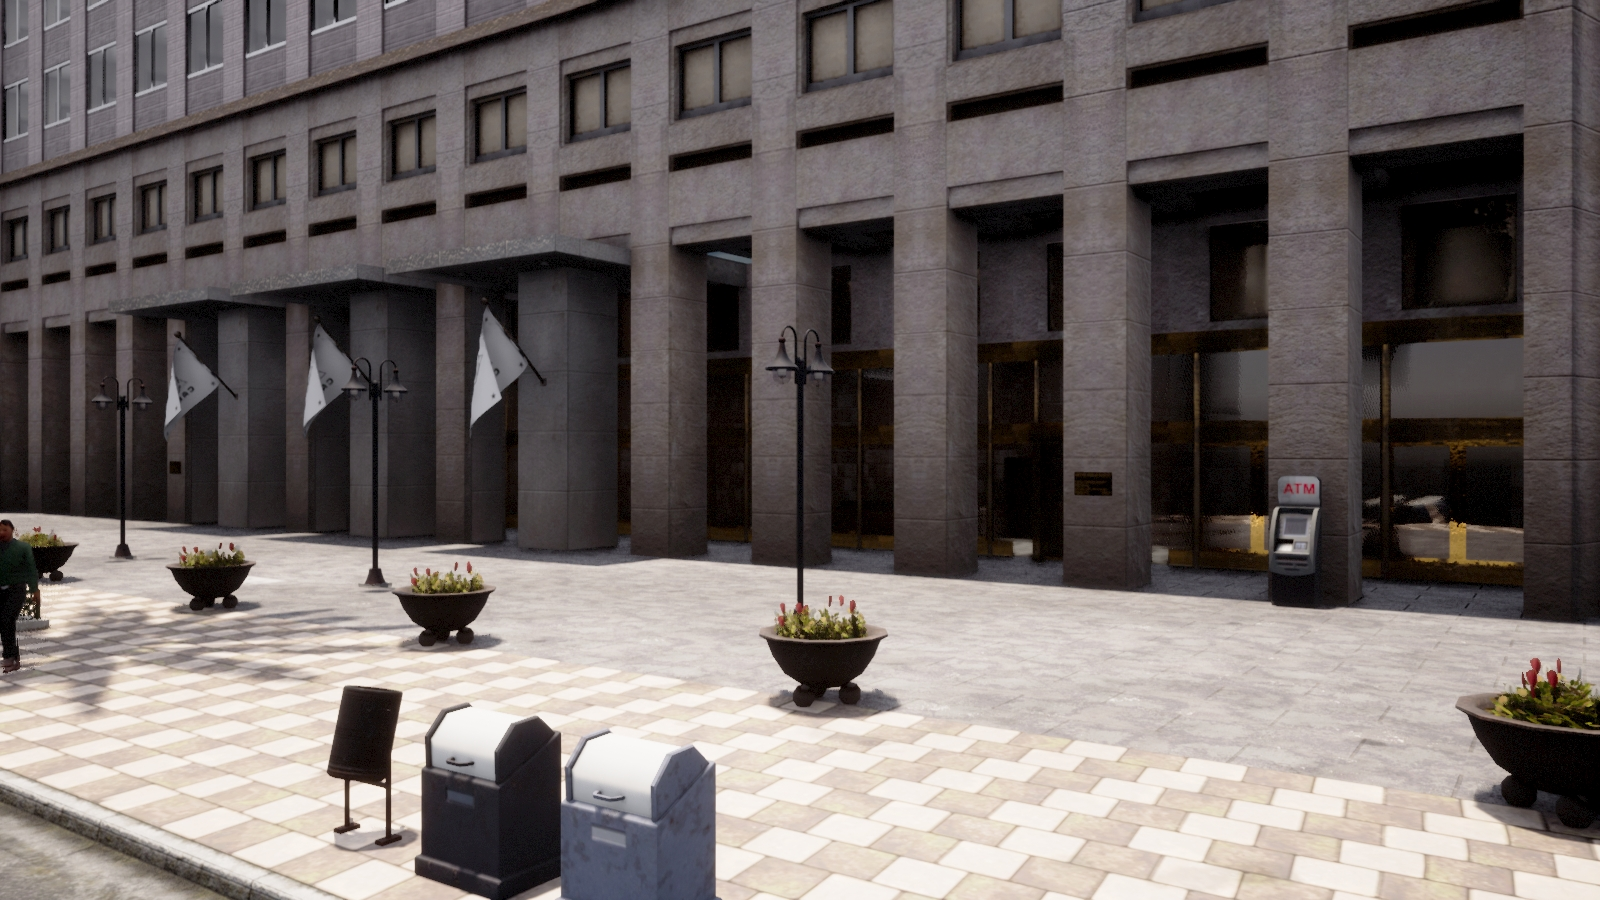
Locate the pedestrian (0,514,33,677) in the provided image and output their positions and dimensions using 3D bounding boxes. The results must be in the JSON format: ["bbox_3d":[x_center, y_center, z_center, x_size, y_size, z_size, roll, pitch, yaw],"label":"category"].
[{"bbox_3d":[-9.243,1.690,13.344,0.375,1.860,0.375,0,0,-14],"label":"pedestrian"}]
